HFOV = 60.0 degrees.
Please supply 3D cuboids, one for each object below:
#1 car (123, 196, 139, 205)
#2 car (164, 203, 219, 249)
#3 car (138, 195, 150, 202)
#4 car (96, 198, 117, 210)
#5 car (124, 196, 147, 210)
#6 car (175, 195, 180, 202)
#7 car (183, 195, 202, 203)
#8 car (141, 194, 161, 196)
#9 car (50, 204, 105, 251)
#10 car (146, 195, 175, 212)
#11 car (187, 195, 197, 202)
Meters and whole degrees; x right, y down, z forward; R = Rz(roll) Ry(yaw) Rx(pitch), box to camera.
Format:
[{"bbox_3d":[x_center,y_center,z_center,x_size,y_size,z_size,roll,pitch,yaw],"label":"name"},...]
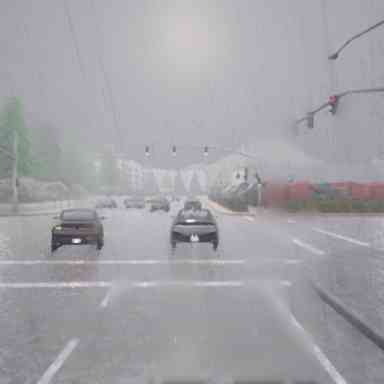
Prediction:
[{"bbox_3d":[-10.562,1.387,57.800,1.812,1.442,4.674,0,0,0],"label":"car"},{"bbox_3d":[0.097,1.450,14.227,2.128,1.511,4.902,0,0,0],"label":"car"},{"bbox_3d":[-10.521,1.346,72.522,1.994,1.385,4.181,0,0,0],"label":"car"},{"bbox_3d":[-10.601,1.427,41.320,1.812,1.442,4.674,0,0,0],"label":"car"},{"bbox_3d":[-7.101,1.500,41.872,1.895,1.301,4.718,0,0,0],"label":"car"},{"bbox_3d":[-3.521,1.368,71.811,2.033,1.411,5.357,0,0,0],"label":"car"},{"bbox_3d":[0.089,1.417,36.972,1.837,1.490,4.892,0,0,0],"label":"car"},{"bbox_3d":[-7.061,1.339,58.025,1.882,1.535,5.008,0,0,0],"label":"car"},{"bbox_3d":[-4.745,1.449,13.910,1.837,1.490,4.892,2,0,-17],"label":"car"},{"bbox_3d":[-3.410,1.404,36.808,2.128,1.511,4.902,0,0,0],"label":"car"},{"bbox_3d":[-0.021,1.378,72.398,1.994,1.385,4.181,0,0,0],"label":"car"}]
